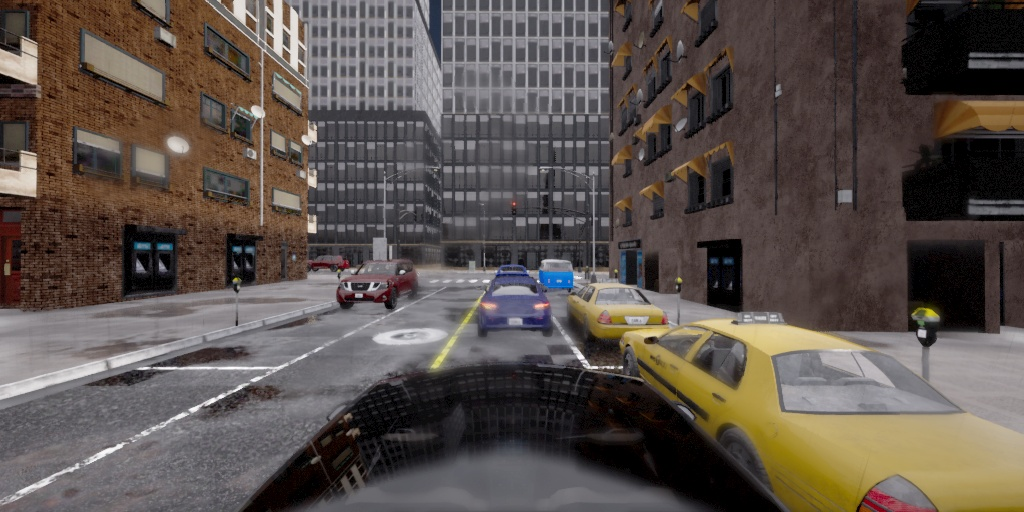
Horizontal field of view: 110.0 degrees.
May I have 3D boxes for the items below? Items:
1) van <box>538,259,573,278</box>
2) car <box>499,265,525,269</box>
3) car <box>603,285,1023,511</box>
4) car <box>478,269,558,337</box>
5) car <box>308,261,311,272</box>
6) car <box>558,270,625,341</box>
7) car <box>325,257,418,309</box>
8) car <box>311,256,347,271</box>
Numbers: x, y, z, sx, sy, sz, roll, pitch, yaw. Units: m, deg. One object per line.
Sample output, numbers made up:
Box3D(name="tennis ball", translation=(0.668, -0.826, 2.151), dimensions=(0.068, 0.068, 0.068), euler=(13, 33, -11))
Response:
Box3D(name="van", translation=(2.468, 1.096, 20.755), dimensions=(1.690, 1.789, 3.998), euler=(0, 0, 0))
Box3D(name="car", translation=(0.007, 1.233, 20.424), dimensions=(1.882, 1.535, 5.008), euler=(0, 0, 0))
Box3D(name="car", translation=(2.565, 1.276, 4.005), dimensions=(1.751, 1.417, 4.829), euler=(0, 0, 0))
Box3D(name="car", translation=(0.061, 1.277, 10.163), dimensions=(1.812, 1.442, 4.674), euler=(0, 0, -1))
Box3D(name="car", translation=(-21.007, 1.084, 32.442), dimensions=(4.207, 1.307, 1.802), euler=(0, 0, -1))
Box3D(name="car", translation=(2.532, 1.277, 9.645), dimensions=(1.751, 1.417, 4.829), euler=(0, 0, 0))
Box3D(name="car", translation=(-5.379, 1.068, 15.070), dimensions=(2.192, 1.841, 5.009), euler=(0, 0, 0))
Box3D(name="car", translation=(-21.095, 0.863, 40.581), dimensions=(5.009, 1.841, 2.192), euler=(0, 0, -1))
